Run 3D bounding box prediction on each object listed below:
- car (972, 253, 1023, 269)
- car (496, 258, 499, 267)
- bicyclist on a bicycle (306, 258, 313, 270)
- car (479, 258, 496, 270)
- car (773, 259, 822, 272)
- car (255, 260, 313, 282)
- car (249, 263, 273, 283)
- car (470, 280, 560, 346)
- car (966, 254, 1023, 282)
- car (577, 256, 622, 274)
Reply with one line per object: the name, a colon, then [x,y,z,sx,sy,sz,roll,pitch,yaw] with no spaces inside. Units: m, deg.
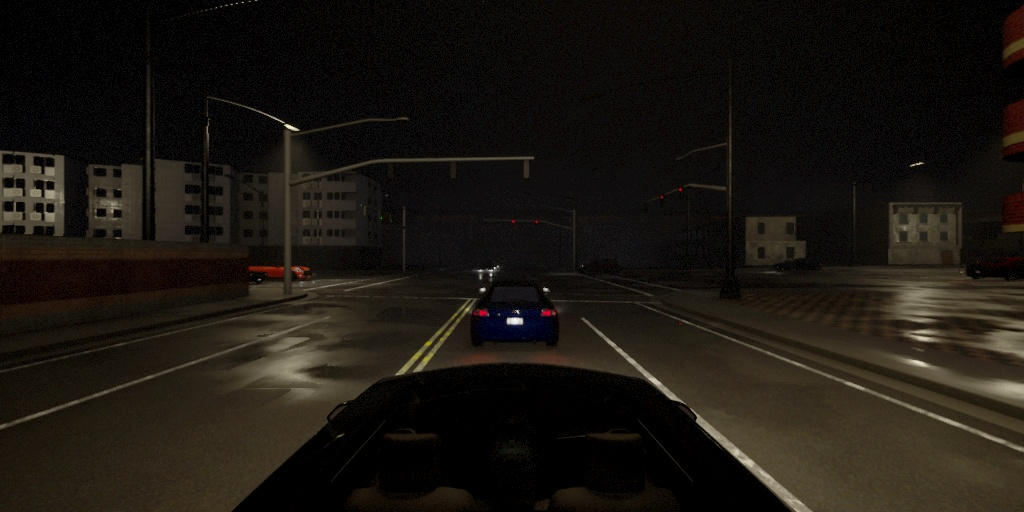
car: [51.747,0.520,37.428,5.008,1.535,1.882,-1,0,1]
car: [-3.742,1.272,65.104,1.812,1.442,4.674,0,0,0]
bicyclist on a bicycle: [-25.561,1.048,45.263,0.582,1.620,1.656,0,0,0]
car: [-3.745,1.252,53.750,1.837,1.490,4.892,0,0,0]
car: [30.092,0.985,37.887,4.181,1.385,1.994,-1,0,1]
car: [-18.463,1.101,28.622,4.553,1.767,2.097,0,0,0]
car: [-19.921,1.349,25.172,4.718,1.301,1.895,0,0,1]
car: [0.063,1.314,9.396,1.994,1.385,4.181,0,0,0]
car: [33.228,0.842,23.636,5.008,1.535,1.882,-1,0,1]
car: [9.248,1.044,38.330,4.553,1.767,2.097,0,0,3]
